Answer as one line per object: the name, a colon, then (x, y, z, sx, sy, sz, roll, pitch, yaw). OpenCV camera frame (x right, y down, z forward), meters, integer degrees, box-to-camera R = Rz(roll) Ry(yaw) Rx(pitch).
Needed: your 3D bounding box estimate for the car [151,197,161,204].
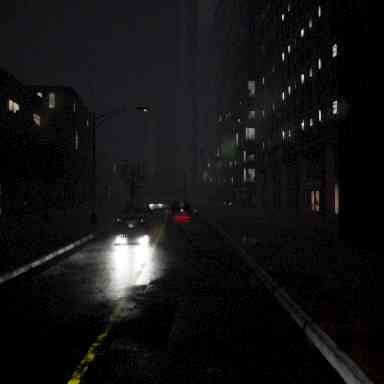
car: (-6.961, 1.601, 64.254, 1.895, 1.301, 4.718, 0, 0, -7)

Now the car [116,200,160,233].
car: (-3.294, 1.489, 19.829, 2.128, 1.511, 4.902, 0, 0, -2)

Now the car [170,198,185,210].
car: (-1.957, 1.509, 44.421, 1.812, 1.442, 4.674, 0, 0, -5)

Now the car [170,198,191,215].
car: (-1.136, 1.496, 34.139, 1.837, 1.490, 4.892, 0, 0, -4)
